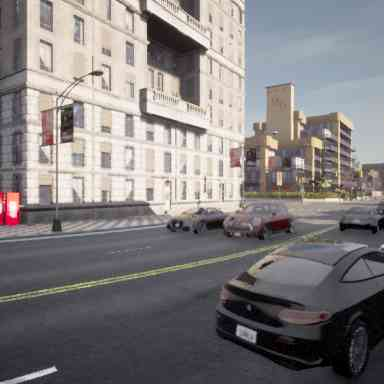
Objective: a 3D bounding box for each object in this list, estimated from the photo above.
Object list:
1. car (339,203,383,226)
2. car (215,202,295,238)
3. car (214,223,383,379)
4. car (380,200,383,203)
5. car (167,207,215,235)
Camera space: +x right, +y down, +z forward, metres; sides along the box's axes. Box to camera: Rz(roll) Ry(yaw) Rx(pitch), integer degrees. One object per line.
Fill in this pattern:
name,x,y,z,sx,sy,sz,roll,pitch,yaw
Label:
car,10.168,1.556,19.699,1.994,1.385,4.181,0,0,37
car,3.486,1.341,16.928,2.097,1.767,4.553,0,0,39
car,2.370,1.523,5.517,4.674,1.442,1.812,0,0,-42
car,18.713,1.478,31.368,2.128,1.511,4.902,0,0,37
car,0.507,1.551,18.807,1.994,1.385,4.181,0,0,39
